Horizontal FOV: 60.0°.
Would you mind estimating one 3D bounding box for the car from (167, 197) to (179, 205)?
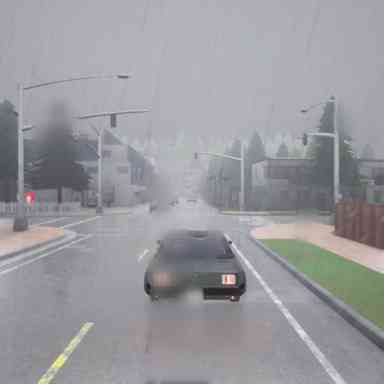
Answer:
[{"bbox_3d":[-3.554,1.564,61.978,1.994,1.385,4.181,0,0,0],"label":"car"}]

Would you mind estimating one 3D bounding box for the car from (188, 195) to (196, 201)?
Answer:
[{"bbox_3d":[0.017,1.478,81.492,1.882,1.535,5.008,0,0,0],"label":"car"}]

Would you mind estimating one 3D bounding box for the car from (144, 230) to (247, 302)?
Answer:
[{"bbox_3d":[0.070,1.601,8.225,1.895,1.301,4.718,0,0,0],"label":"car"}]

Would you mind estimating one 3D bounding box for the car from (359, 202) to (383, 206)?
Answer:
[{"bbox_3d":[15.305,1.582,29.288,4.718,1.301,1.895,0,0,-8],"label":"car"}]

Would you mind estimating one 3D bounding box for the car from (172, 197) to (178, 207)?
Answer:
[{"bbox_3d":[-3.584,1.505,49.861,1.837,1.490,4.892,0,0,0],"label":"car"}]

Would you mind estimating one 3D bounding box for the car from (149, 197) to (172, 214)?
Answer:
[{"bbox_3d":[-3.480,1.478,35.819,1.882,1.535,5.008,0,0,-1],"label":"car"}]

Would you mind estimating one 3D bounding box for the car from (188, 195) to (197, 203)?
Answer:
[{"bbox_3d":[0.018,1.595,71.456,1.895,1.301,4.718,0,0,0],"label":"car"}]
